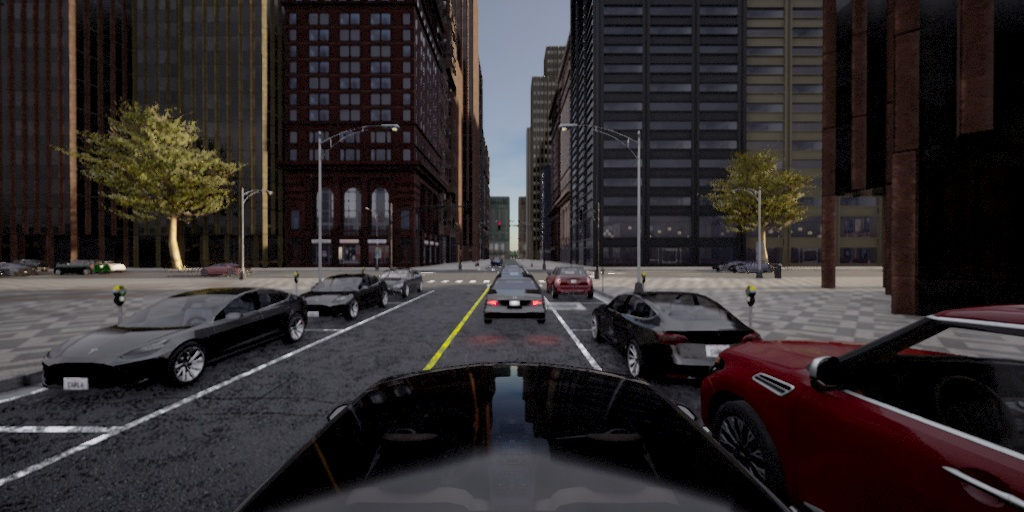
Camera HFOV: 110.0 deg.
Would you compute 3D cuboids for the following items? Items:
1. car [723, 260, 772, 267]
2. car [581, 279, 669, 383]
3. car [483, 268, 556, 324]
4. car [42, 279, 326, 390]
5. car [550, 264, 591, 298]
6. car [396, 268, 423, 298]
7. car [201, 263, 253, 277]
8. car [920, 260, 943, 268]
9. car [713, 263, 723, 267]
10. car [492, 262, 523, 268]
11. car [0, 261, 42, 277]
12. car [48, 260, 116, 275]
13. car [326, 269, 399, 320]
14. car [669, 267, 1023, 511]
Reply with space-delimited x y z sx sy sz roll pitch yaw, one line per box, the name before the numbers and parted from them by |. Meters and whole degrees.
car | 26.379 1.216 39.733 4.181 1.385 1.994 0 0 0
car | 2.775 1.311 6.893 1.948 1.339 4.313 0 0 0
car | 0.089 1.289 11.946 2.033 1.411 5.357 0 0 1
car | -5.750 1.311 6.912 1.948 1.339 4.313 0 0 0
car | 2.805 1.177 18.165 1.967 1.591 4.097 0 0 0
car | -5.721 1.288 18.186 2.007 1.370 4.403 0 0 0
car | -28.807 1.372 36.313 4.181 1.385 1.994 0 0 0
car | 48.823 0.960 39.632 4.553 1.767 2.097 0 0 0
car | 26.415 1.197 42.981 4.181 1.385 1.994 0 0 0
car | 0.052 1.282 22.079 2.033 1.411 5.357 0 0 0
car | -51.356 1.438 36.412 4.181 1.385 1.994 0 0 0
car | -47.566 1.196 39.716 4.553 1.767 2.097 0 0 1
car | -5.735 1.307 12.549 1.948 1.339 4.313 0 0 0
car | 2.760 1.065 1.256 2.192 1.841 5.009 0 0 0
